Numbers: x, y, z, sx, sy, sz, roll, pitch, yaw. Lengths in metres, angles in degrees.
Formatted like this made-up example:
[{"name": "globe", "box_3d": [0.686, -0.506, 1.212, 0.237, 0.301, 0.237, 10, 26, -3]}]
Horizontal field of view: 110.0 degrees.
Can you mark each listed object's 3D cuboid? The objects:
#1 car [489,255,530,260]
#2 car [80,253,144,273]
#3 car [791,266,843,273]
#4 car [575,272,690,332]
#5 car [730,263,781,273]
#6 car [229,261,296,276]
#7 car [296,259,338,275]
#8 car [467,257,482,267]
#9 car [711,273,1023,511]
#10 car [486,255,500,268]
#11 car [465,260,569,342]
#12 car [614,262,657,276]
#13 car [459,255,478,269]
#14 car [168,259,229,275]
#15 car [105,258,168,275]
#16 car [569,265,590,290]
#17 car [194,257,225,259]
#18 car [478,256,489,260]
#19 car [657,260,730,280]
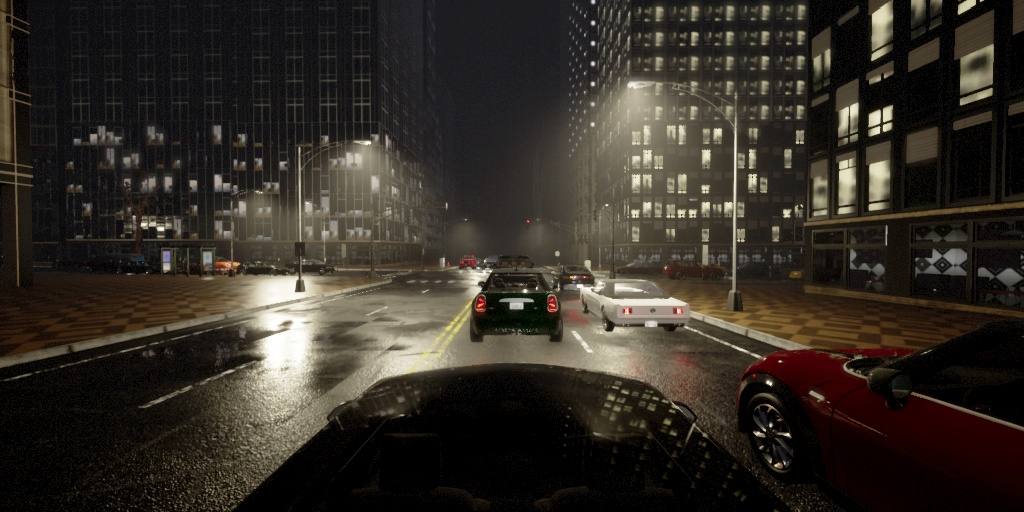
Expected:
[{"name": "car", "box_3d": [0.103, 0.962, 19.600, 2.150, 2.045, 5.566, 0, 0, 0]}, {"name": "car", "box_3d": [-39.417, 0.762, 35.817, 4.553, 1.767, 2.097, 1, 1, 1]}, {"name": "car", "box_3d": [27.646, 1.576, 32.031, 4.829, 1.417, 1.751, 0, 0, 1]}, {"name": "car", "box_3d": [3.352, 1.347, 10.839, 1.895, 1.301, 4.718, 0, 0, 0]}, {"name": "car", "box_3d": [25.246, 1.485, 37.854, 5.357, 1.411, 2.033, 1, 1, 1]}, {"name": "car", "box_3d": [-22.727, 1.172, 32.763, 4.313, 1.339, 1.948, 0, 0, 1]}, {"name": "car", "box_3d": [-19.804, 1.080, 35.411, 4.902, 1.511, 2.128, 1, 1, 1]}, {"name": "car", "box_3d": [-6.553, 1.051, 63.570, 2.097, 1.767, 4.553, 0, 0, 0]}, {"name": "car", "box_3d": [3.350, 1.102, 1.821, 2.097, 1.767, 4.553, 0, 0, 0]}, {"name": "car", "box_3d": [-3.315, 0.922, 62.602, 2.150, 2.045, 5.566, 0, 0, 0]}, {"name": "car", "box_3d": [0.101, 1.098, 9.888, 2.097, 1.767, 4.553, 0, 0, 0]}, {"name": "car", "box_3d": [13.446, 1.380, 38.142, 5.357, 1.411, 2.033, 1, 1, 3]}, {"name": "car", "box_3d": [-6.590, 0.933, 53.972, 2.150, 2.045, 5.566, 0, 0, 0]}, {"name": "car", "box_3d": [-28.411, 1.136, 32.897, 4.207, 1.307, 1.802, 0, 0, 1]}, {"name": "car", "box_3d": [-34.091, 1.068, 33.071, 4.313, 1.339, 1.948, 0, 0, 1]}, {"name": "car", "box_3d": [3.353, 1.244, 20.097, 1.837, 1.490, 4.892, 0, 0, 0]}, {"name": "car", "box_3d": [-29.422, 0.853, 35.606, 4.553, 1.767, 2.097, 1, 1, 1]}, {"name": "car", "box_3d": [-3.336, 1.204, 52.439, 2.128, 1.511, 4.902, 0, 0, 0]}, {"name": "car", "box_3d": [16.198, 1.267, 32.230, 5.009, 1.841, 2.192, 0, 0, 1]}]
